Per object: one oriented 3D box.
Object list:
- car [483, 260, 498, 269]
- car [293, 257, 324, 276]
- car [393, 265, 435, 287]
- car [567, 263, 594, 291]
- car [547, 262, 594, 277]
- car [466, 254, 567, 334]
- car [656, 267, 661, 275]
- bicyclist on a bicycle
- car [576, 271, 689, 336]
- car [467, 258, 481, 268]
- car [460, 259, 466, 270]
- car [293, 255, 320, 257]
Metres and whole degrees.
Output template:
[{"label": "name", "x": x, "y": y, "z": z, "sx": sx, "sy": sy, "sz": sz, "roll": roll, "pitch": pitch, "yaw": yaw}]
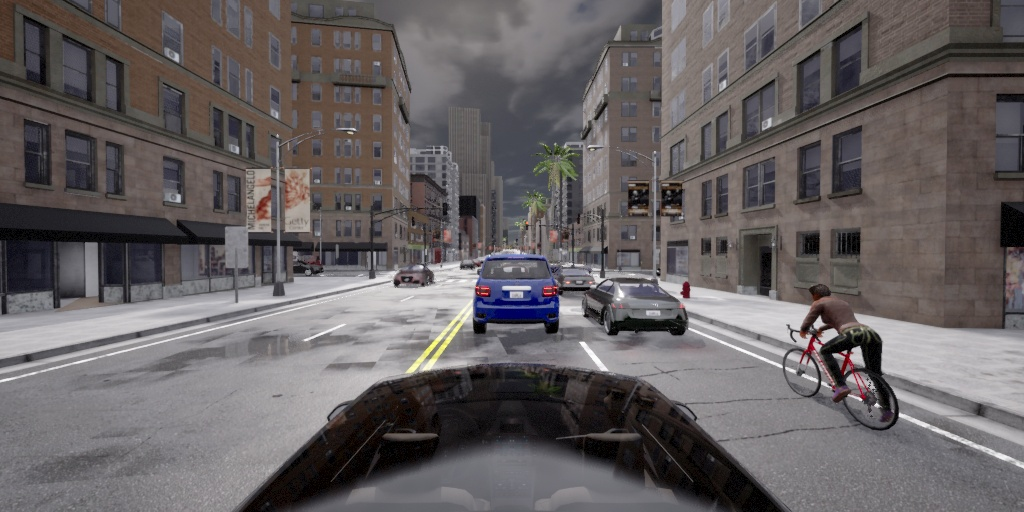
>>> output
[{"label": "car", "x": -3.415, "y": 1.294, "z": 57.341, "sx": 2.033, "sy": 1.411, "sz": 5.357, "roll": 0, "pitch": 0, "yaw": 0}, {"label": "car", "x": -20.912, "y": 1.125, "z": 34.646, "sx": 4.892, "sy": 1.490, "sz": 1.837, "roll": 1, "pitch": 1, "yaw": -9}, {"label": "car", "x": -6.628, "y": 1.311, "z": 24.600, "sx": 1.994, "sy": 1.385, "sz": 4.181, "roll": 0, "pitch": 0, "yaw": 0}, {"label": "car", "x": 3.226, "y": 1.295, "z": 19.684, "sx": 2.033, "sy": 1.411, "sz": 5.357, "roll": 0, "pitch": 0, "yaw": 0}, {"label": "car", "x": 6.205, "y": 1.376, "z": 37.885, "sx": 4.718, "sy": 1.301, "sz": 1.895, "roll": 1, "pitch": 1, "yaw": 15}, {"label": "car", "x": 0.090, "y": 0.970, "z": 10.784, "sx": 2.150, "sy": 2.045, "sz": 5.566, "roll": 0, "pitch": 0, "yaw": 0}, {"label": "car", "x": 16.165, "y": 1.514, "z": 34.585, "sx": 4.313, "sy": 1.339, "sz": 1.948, "roll": 0, "pitch": 0, "yaw": 0}, {"label": "bicyclist on a bicycle", "x": 4.140, "y": 1.202, "z": 4.661, "sx": 0.582, "sy": 1.620, "sz": 1.656, "roll": 0, "pitch": 0, "yaw": 0}, {"label": "car", "x": 3.323, "y": 1.313, "z": 10.451, "sx": 1.994, "sy": 1.385, "sz": 4.181, "roll": 0, "pitch": 0, "yaw": 0}, {"label": "car", "x": -6.643, "y": 1.223, "z": 63.591, "sx": 1.882, "sy": 1.535, "sz": 5.008, "roll": 0, "pitch": 1, "yaw": 0}, {"label": "car", "x": -6.660, "y": 1.224, "z": 54.079, "sx": 1.882, "sy": 1.535, "sz": 5.008, "roll": 0, "pitch": 0, "yaw": 0}, {"label": "car", "x": -23.944, "y": 0.837, "z": 40.029, "sx": 5.009, "sy": 1.841, "sz": 2.192, "roll": 0, "pitch": 0, "yaw": -9}]
